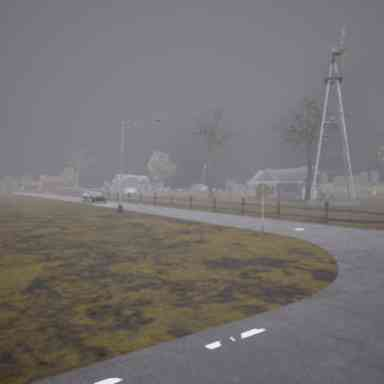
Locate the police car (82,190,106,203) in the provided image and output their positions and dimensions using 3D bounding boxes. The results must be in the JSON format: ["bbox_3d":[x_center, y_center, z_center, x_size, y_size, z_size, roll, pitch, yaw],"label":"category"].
[{"bbox_3d":[-12.360,0.545,41.990,1.930,1.638,5.238,2,0,-35],"label":"police car"}]
